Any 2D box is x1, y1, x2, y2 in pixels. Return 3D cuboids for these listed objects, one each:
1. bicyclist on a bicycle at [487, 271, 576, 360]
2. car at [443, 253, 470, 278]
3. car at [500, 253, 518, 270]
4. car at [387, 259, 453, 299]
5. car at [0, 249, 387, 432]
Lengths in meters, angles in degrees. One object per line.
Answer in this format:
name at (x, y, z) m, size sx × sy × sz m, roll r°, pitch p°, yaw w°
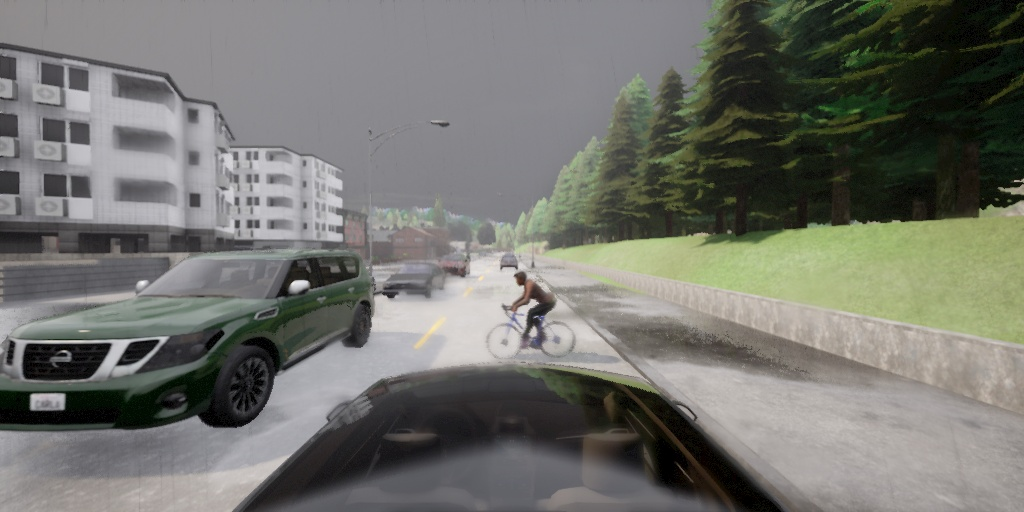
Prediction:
bicyclist on a bicycle at (0.338, 1.097, 6.565) m, size 1.656 × 1.620 × 0.582 m, roll -2°, pitch 1°, yaw -1°
car at (-4.361, 0.644, 26.849) m, size 2.097 × 1.767 × 4.553 m, roll 0°, pitch 1°, yaw -1°
car at (-0.306, 0.650, 37.017) m, size 2.033 × 1.411 × 5.357 m, roll 0°, pitch 1°, yaw -1°
car at (-4.262, 1.029, 16.554) m, size 2.033 × 1.411 × 5.357 m, roll 0°, pitch 1°, yaw -1°
car at (-4.143, 0.899, 5.931) m, size 2.150 × 2.045 × 5.566 m, roll 0°, pitch 1°, yaw -1°
